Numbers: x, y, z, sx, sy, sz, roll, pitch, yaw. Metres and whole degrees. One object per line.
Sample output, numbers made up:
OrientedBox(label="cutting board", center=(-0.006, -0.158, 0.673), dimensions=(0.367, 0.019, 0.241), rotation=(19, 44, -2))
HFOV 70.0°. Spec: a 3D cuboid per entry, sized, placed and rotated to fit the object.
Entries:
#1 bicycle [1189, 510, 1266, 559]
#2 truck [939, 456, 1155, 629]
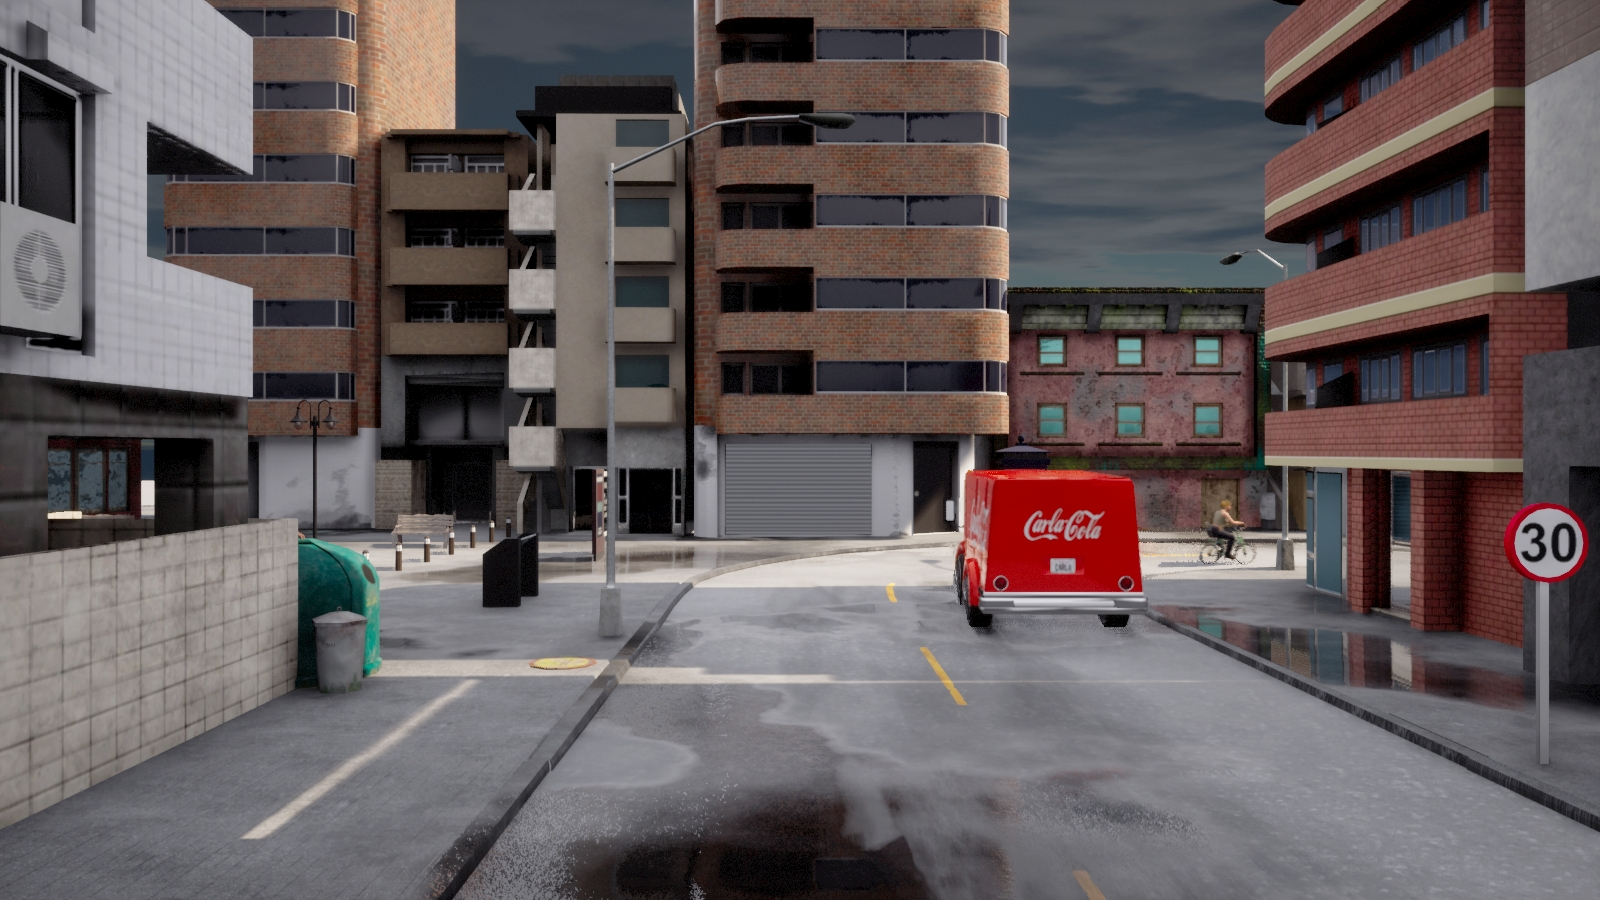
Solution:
OrientedBox(label="bicycle", center=(10.415, 2.048, 27.878), dimensions=(1.487, 1.080, 0.859), rotation=(0, 3, -11))
OrientedBox(label="truck", center=(3.917, 1.360, 19.263), dimensions=(2.627, 2.467, 5.204), rotation=(0, 0, 1))
